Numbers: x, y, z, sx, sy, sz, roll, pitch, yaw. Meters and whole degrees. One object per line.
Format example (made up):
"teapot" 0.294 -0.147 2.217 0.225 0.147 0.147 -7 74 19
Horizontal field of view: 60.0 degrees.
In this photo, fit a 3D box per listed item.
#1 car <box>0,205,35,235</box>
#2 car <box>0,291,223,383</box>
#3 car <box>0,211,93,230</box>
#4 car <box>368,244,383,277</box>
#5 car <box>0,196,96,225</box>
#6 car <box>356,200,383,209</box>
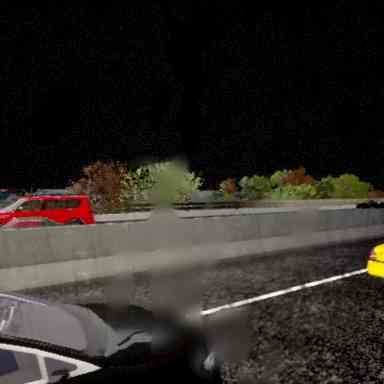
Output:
"car" -11.125 1.498 17.541 4.892 1.490 1.837 0 0 -35
"car" -1.940 1.491 2.351 4.902 1.511 2.128 0 0 -35
"car" -6.402 1.595 12.312 4.718 1.301 1.895 0 0 -35
"car" 6.607 1.449 8.532 5.366 1.575 1.801 0 0 -35
"car" -7.447 1.214 15.863 5.566 2.045 2.150 0 0 -35
"car" 22.014 1.579 40.510 4.718 1.301 1.895 0 0 -34
